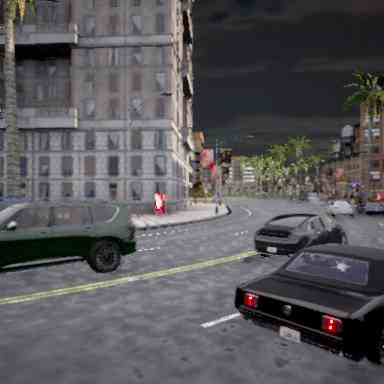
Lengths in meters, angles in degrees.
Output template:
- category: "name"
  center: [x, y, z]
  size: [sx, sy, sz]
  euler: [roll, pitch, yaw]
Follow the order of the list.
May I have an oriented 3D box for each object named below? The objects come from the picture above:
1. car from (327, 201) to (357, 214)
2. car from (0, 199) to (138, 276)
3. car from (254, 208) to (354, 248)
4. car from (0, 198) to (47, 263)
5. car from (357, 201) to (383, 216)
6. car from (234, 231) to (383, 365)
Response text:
- category: "car"
  center: [14.348, 1.612, 32.444]
  size: [1.812, 1.442, 4.674]
  euler: [0, 0, 14]
- category: "car"
  center: [-4.220, 1.252, 9.151]
  size: [5.566, 2.045, 2.150]
  euler: [0, 0, -37]
- category: "car"
  center: [4.079, 1.539, 12.087]
  size: [1.837, 1.490, 4.892]
  euler: [1, 0, 42]
- category: "car"
  center: [-7.897, 1.258, 10.766]
  size: [5.566, 2.045, 2.150]
  euler: [0, 0, -34]
- category: "car"
  center: [18.186, 1.652, 34.027]
  size: [1.994, 1.385, 4.181]
  euler: [0, 0, 11]
- category: "car"
  center: [2.965, 1.617, 5.915]
  size: [4.718, 1.301, 1.895]
  euler: [0, 0, -42]
